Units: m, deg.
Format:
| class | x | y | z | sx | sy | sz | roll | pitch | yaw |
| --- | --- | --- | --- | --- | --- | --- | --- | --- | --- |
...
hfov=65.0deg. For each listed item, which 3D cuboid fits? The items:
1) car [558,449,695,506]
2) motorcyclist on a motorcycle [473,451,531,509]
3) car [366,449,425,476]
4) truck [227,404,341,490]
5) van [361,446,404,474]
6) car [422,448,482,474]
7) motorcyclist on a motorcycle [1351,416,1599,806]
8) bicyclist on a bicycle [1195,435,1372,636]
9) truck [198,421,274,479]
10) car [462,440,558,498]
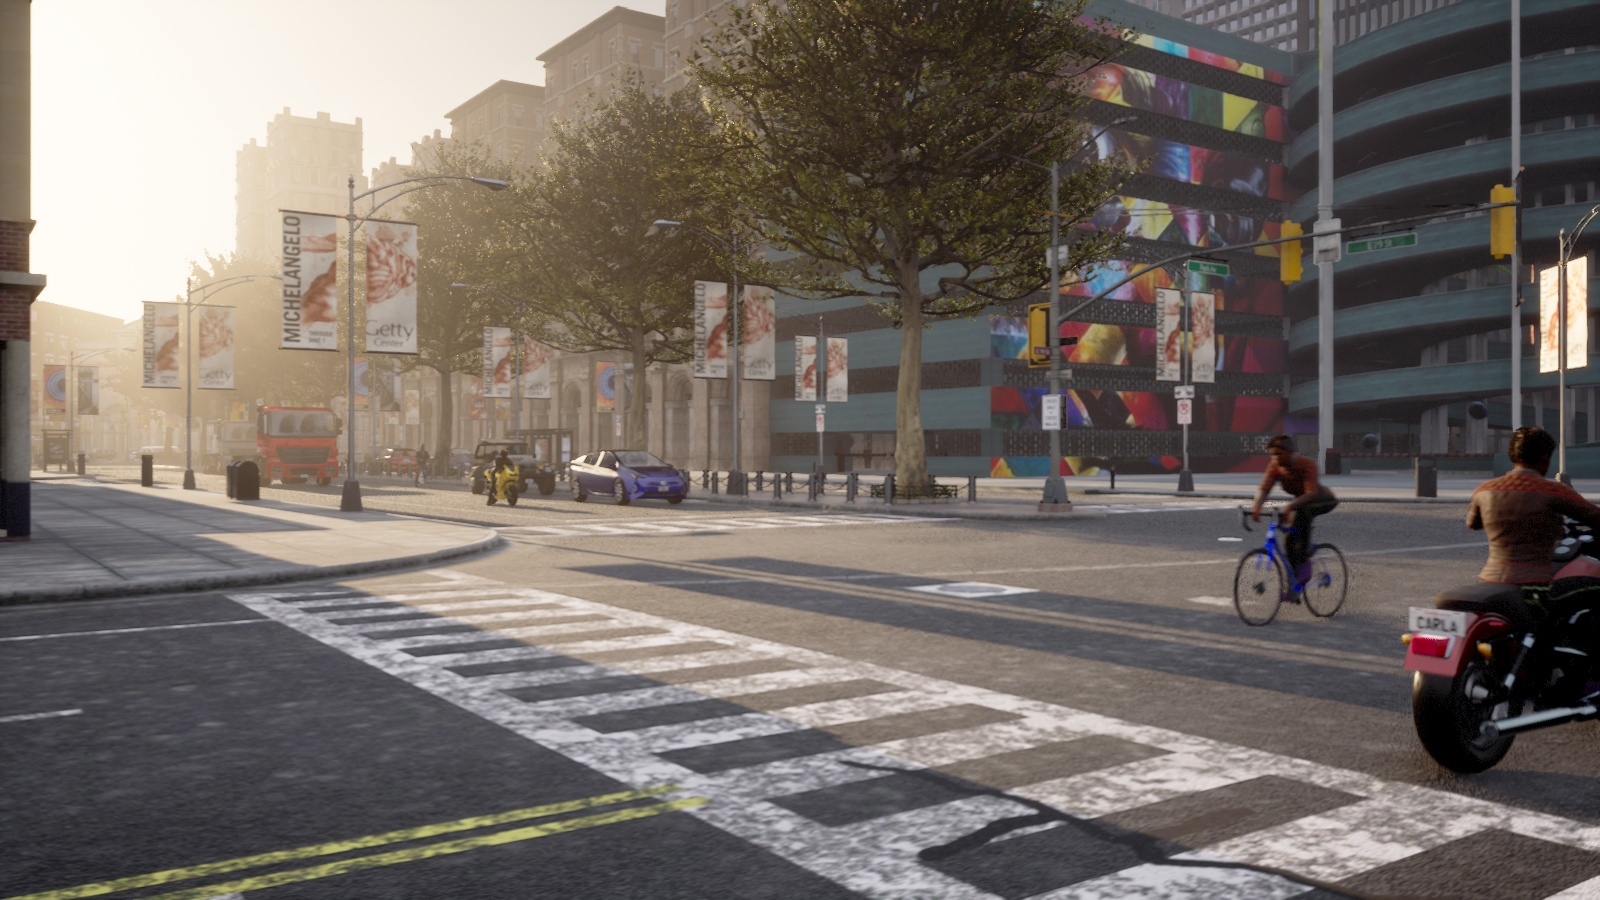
| class | x | y | z | sx | sy | sz | roll | pitch | yaw |
| --- | --- | --- | --- | --- | --- | --- | --- | --- | --- |
| car | -4.999 | 0.739 | 35.743 | 2.007 | 1.525 | 4.514 | 0 | 0 | -35 |
| motorcyclist on a motorcycle | -8.066 | 0.787 | 33.935 | 0.797 | 1.523 | 2.044 | 0 | 0 | -35 |
| car | -25.357 | 0.759 | 78.574 | 2.242 | 1.667 | 4.611 | 0 | 0 | -35 |
| truck | -22.547 | -0.095 | 54.554 | 2.891 | 3.462 | 7.936 | 0 | 0 | -35 |
| van | -30.713 | 0.702 | 92.292 | 1.775 | 1.987 | 4.442 | 0 | 0 | -35 |
| car | -22.281 | 0.680 | 80.283 | 2.152 | 1.651 | 5.027 | 0 | 0 | -35 |
| motorcyclist on a motorcycle | 3.796 | 0.682 | 6.302 | 2.350 | 1.649 | 0.766 | 0 | 0 | -35 |
| bicyclist on a bicycle | 4.191 | 0.685 | 10.841 | 1.656 | 1.620 | 0.582 | -1 | 0 | -35 |
| truck | -35.785 | -0.018 | 79.499 | 2.891 | 3.462 | 7.936 | 0 | 0 | -35 |
| car | -9.876 | 0.615 | 42.610 | 1.905 | 1.878 | 3.866 | 0 | 0 | -34 |
